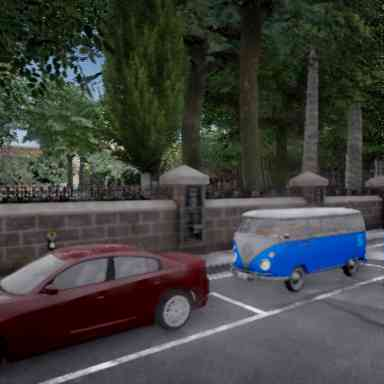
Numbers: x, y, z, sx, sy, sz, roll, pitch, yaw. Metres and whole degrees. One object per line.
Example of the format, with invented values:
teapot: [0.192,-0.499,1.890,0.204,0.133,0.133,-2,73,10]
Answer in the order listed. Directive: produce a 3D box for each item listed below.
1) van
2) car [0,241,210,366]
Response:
van: [2.828,1.314,8.552,3.998,1.788,1.690,0,0,-35]
car: [-1.778,1.539,5.268,4.507,1.381,1.887,0,0,-35]
